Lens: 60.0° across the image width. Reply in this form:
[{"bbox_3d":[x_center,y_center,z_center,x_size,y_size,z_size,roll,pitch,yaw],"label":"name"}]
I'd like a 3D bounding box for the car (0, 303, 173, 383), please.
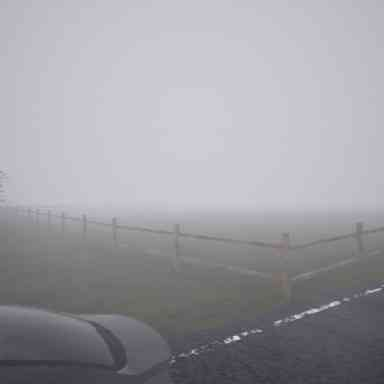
[{"bbox_3d":[-2.287,1.505,1.439,4.892,1.490,1.837,0,0,-35],"label":"car"}]
